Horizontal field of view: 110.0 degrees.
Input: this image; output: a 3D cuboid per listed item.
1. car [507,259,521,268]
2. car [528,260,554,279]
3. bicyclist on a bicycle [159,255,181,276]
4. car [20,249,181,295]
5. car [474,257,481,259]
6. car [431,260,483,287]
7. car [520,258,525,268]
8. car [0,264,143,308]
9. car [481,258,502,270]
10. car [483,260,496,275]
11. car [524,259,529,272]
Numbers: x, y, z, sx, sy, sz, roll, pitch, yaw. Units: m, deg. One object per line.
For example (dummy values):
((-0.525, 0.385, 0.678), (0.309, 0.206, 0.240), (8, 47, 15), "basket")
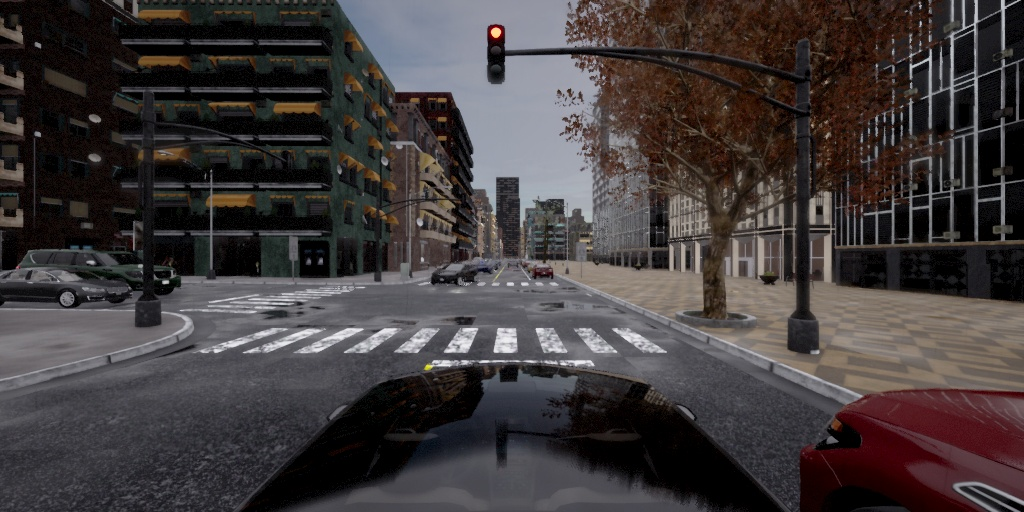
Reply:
((0.174, 1.289, 63.491), (2.128, 1.511, 4.902), (0, 0, 0), "car")
((2.727, 1.307, 32.345), (1.888, 1.381, 4.507), (0, 0, 0), "car")
((-23.142, 0.761, 24.220), (0.582, 1.620, 1.656), (1, 0, -1), "bicyclist on a bicycle")
((-17.771, 0.747, 15.535), (5.566, 2.045, 2.150), (1, 0, 0), "car")
((-5.627, 1.226, 54.486), (1.967, 1.591, 4.097), (0, 0, 0), "car")
((-3.848, 1.234, 25.016), (1.882, 1.535, 5.008), (0, 0, 13), "car")
((2.759, 1.375, 60.008), (1.802, 1.307, 4.207), (0, 0, 0), "car")
((-16.422, 1.091, 12.952), (4.403, 1.370, 2.007), (0, 0, -1), "car")
((-3.016, 1.275, 52.571), (2.128, 1.511, 4.902), (0, 0, 0), "car")
((-3.049, 1.368, 38.641), (1.895, 1.301, 4.718), (0, 0, 0), "car")
((2.740, 1.298, 43.580), (1.751, 1.417, 4.829), (0, 0, 0), "car")
